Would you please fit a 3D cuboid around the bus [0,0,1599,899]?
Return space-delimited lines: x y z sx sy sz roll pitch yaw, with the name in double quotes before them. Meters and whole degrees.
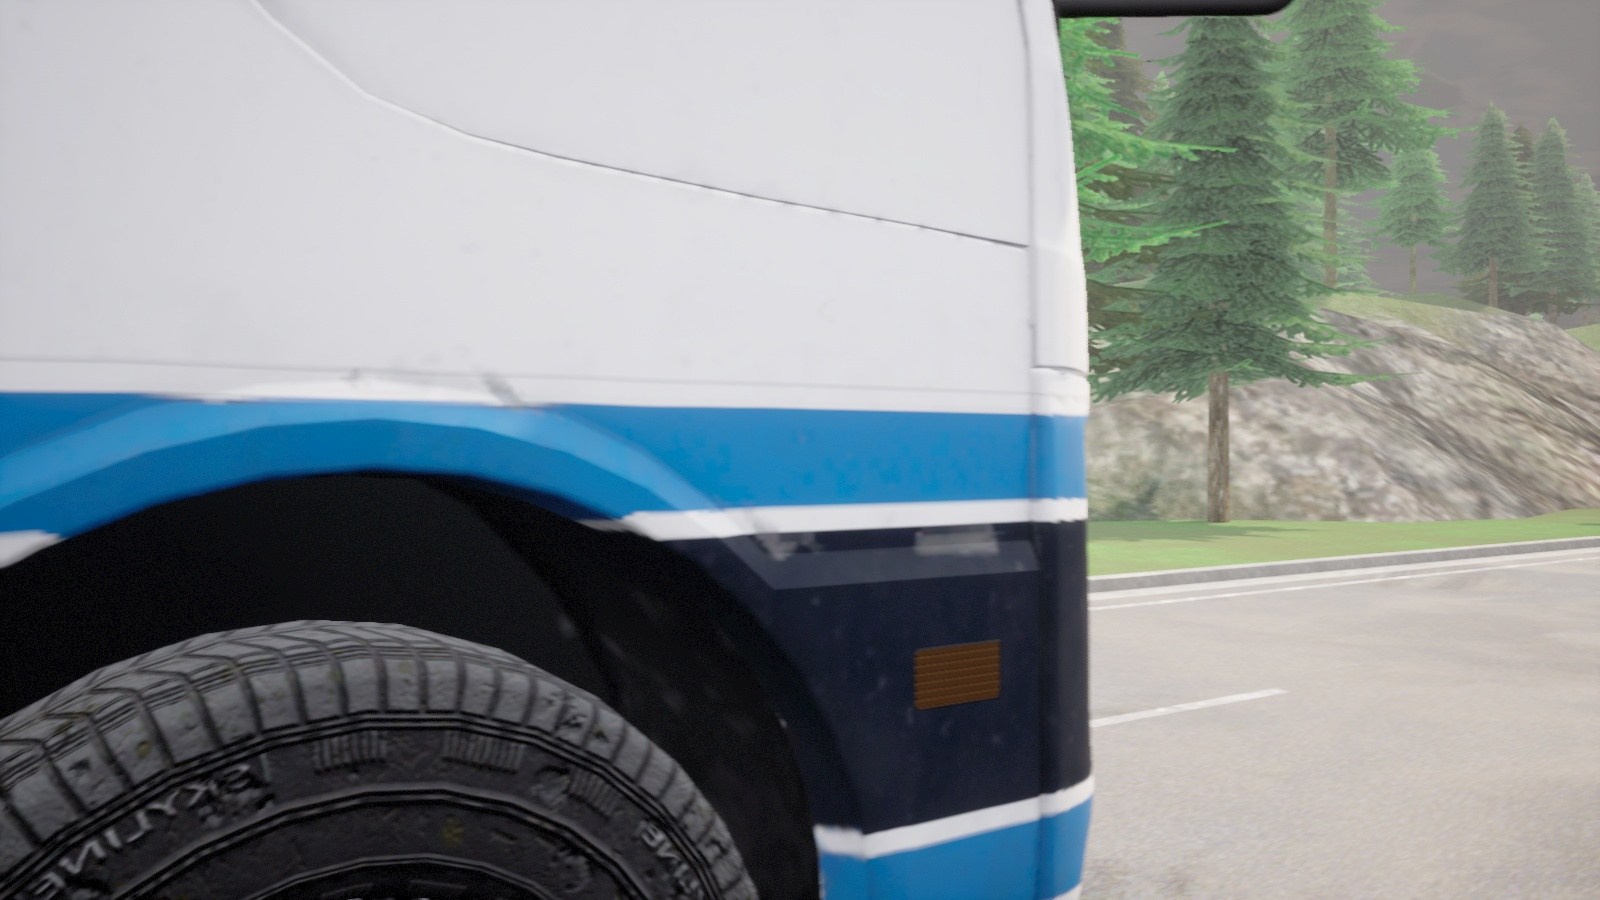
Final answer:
"bus" -3.772 -0.621 1.027 10.273 4.253 3.944 0 0 -35
